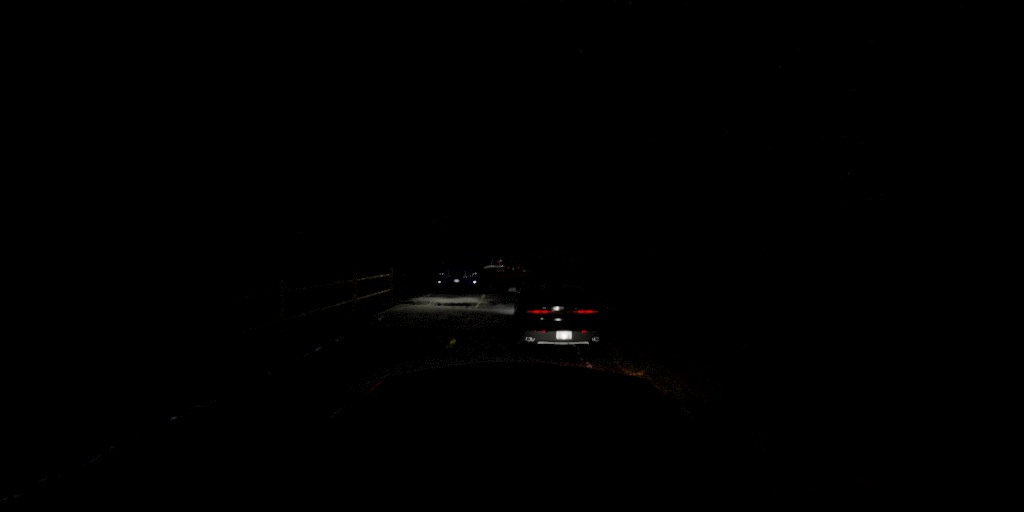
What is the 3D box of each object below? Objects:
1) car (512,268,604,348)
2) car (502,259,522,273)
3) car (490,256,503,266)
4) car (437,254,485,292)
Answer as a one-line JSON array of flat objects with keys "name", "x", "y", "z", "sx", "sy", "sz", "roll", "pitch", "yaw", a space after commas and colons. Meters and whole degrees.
[{"name": "car", "x": 0.981, "y": 1.227, "z": 9.145, "sx": 1.837, "sy": 1.490, "sz": 4.892, "roll": 0, "pitch": 0, "yaw": 0}, {"name": "car", "x": 0.170, "y": 1.111, "z": 39.737, "sx": 1.812, "sy": 1.442, "sz": 4.674, "roll": 0, "pitch": 0, "yaw": 0}, {"name": "car", "x": -2.671, "y": 0.809, "z": 63.441, "sx": 2.097, "sy": 1.767, "sz": 4.553, "roll": 0, "pitch": 0, "yaw": 1}, {"name": "car", "x": -2.807, "y": 0.892, "z": 20.959, "sx": 2.150, "sy": 2.045, "sz": 5.566, "roll": 0, "pitch": 0, "yaw": 0}]
